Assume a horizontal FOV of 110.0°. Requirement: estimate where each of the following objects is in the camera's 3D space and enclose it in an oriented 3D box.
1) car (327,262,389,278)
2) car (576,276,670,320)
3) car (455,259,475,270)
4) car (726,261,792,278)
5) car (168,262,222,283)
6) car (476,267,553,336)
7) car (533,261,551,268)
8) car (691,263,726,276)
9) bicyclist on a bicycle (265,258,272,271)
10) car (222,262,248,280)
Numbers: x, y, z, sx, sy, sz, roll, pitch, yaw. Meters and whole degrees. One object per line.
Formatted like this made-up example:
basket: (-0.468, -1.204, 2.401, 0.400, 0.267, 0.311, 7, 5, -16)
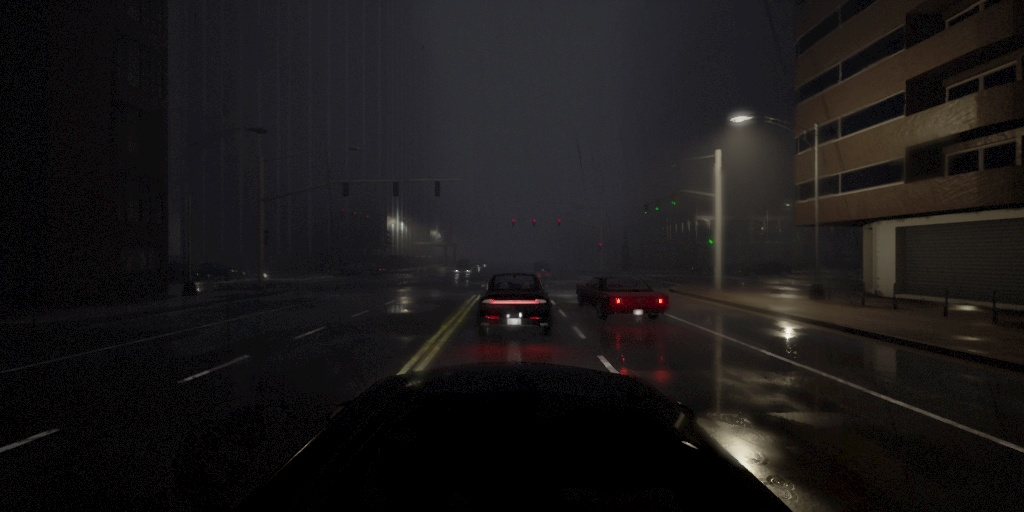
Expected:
car: (-14.255, 1.281, 33.299, 5.357, 1.411, 2.033, 0, 0, 8)
car: (3.591, 1.345, 12.659, 1.895, 1.301, 4.718, 0, 0, -2)
car: (-7.043, 1.228, 52.401, 1.837, 1.490, 4.892, 0, 0, 0)
car: (23.097, 1.234, 33.204, 4.892, 1.490, 1.837, -1, 0, 1)
car: (-24.797, 1.242, 26.531, 4.892, 1.490, 1.837, 0, 0, 1)
car: (0.075, 1.237, 10.368, 2.128, 1.511, 4.902, 0, 0, 0)
car: (3.639, 1.329, 44.488, 1.895, 1.301, 4.718, 0, 0, 0)
car: (20.994, 1.333, 36.727, 4.718, 1.301, 1.895, 0, 0, 1)
bicyclist on a bicycle: (-28.736, 1.030, 42.056, 0.582, 1.620, 1.656, 0, 0, 1)
car: (-24.845, 1.227, 30.032, 4.902, 1.511, 2.128, 0, 0, 1)
